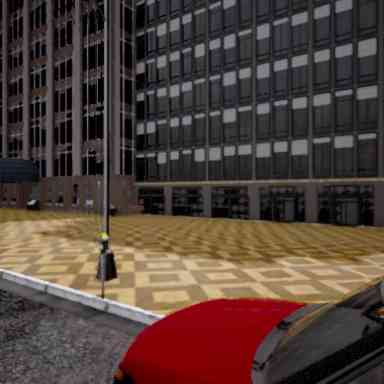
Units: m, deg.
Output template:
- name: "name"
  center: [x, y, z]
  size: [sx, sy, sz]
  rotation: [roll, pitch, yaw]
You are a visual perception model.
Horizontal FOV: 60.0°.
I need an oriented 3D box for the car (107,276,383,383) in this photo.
- name: "car"
  center: [1.706, 1.318, 1.665]
  size: [5.009, 1.841, 2.192]
  rotation: [0, 0, 35]
